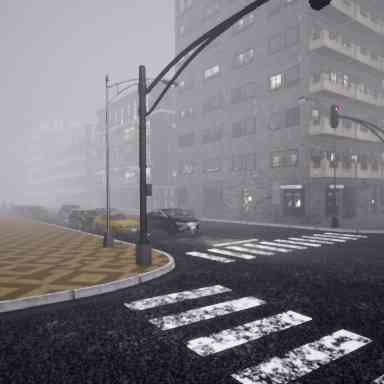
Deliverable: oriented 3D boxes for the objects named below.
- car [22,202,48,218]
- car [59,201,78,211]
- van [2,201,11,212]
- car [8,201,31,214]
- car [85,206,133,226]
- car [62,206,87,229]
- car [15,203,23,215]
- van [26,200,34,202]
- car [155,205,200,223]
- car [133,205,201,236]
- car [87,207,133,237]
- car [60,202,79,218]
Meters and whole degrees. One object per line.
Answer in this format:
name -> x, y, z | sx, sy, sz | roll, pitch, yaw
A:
car -> -18.219, 2.262, 39.166 | 1.887, 1.381, 4.507 | -2, 0, -36
car -> -21.515, 2.366, 57.797 | 1.967, 1.590, 4.097 | -2, 0, -36
van -> -31.618, 2.433, 57.390 | 1.690, 1.788, 3.998 | -2, 0, -36
car -> -24.915, 2.449, 48.278 | 1.887, 1.381, 4.507 | -2, 0, -36
car -> -7.255, 1.994, 28.635 | 2.033, 1.411, 5.357 | -1, -1, -37
car -> -8.175, 2.002, 25.498 | 1.947, 1.339, 4.313 | -2, 0, -36
car -> -21.566, 2.392, 43.722 | 1.802, 1.307, 4.206 | -2, 0, -36
van -> -41.607, 2.831, 85.133 | 1.690, 1.788, 3.998 | -2, 0, -36
car -> -1.424, 1.915, 30.461 | 2.008, 1.369, 4.403 | -2, 0, -36
car -> -1.397, 1.775, 20.663 | 2.128, 1.511, 4.902 | -1, -1, -36
car -> -4.728, 1.865, 20.805 | 1.752, 1.417, 4.829 | -2, 0, -36
car -> -13.212, 2.118, 36.764 | 1.837, 1.490, 4.892 | -1, -1, -36
